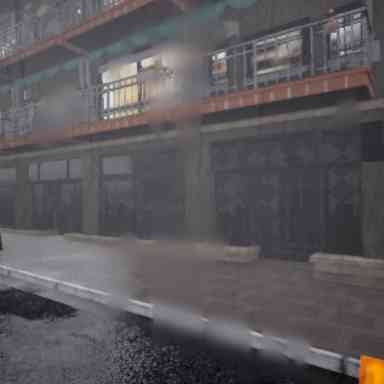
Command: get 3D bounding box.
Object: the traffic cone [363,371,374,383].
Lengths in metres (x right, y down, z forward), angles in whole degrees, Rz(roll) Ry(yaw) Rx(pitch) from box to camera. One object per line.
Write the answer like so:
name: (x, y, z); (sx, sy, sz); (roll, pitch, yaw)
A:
traffic cone: (1.669, 1.993, 3.143); (0.340, 0.580, 0.340); (1, 0, 34)
